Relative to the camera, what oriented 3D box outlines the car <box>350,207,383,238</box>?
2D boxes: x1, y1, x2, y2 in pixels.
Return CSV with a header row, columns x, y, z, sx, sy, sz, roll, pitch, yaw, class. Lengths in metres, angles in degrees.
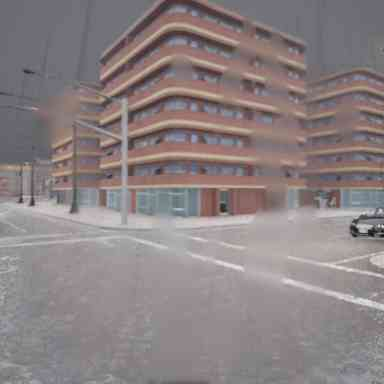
x,y,z,sx,sy,sz,roll,pitch,yaw,class
9.743,1.493,16.481,4.902,1.511,2.128,0,0,-35,car
